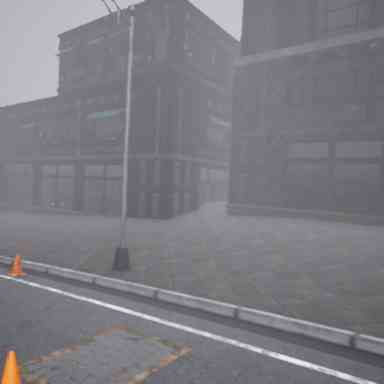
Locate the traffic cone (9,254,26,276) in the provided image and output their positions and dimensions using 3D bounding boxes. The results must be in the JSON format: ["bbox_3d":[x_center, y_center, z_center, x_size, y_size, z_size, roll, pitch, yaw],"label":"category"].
[{"bbox_3d":[-4.977,2.066,9.502,0.340,0.580,0.340,-1,-1,36],"label":"traffic cone"}]

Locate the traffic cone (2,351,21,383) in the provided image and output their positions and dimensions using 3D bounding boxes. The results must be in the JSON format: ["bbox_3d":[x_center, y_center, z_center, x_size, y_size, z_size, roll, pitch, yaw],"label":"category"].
[{"bbox_3d":[-1.916,1.988,3.531,0.340,0.580,0.340,0,-1,36],"label":"traffic cone"}]
